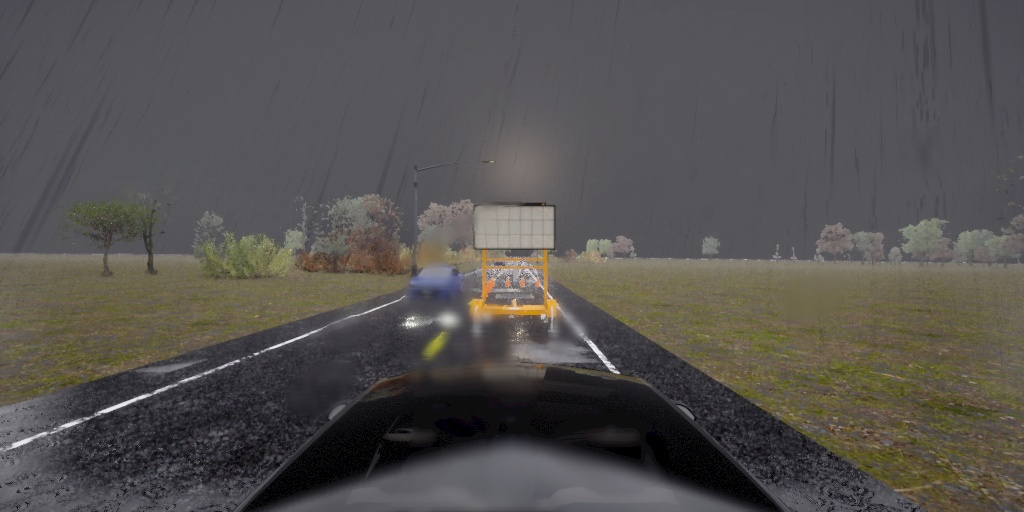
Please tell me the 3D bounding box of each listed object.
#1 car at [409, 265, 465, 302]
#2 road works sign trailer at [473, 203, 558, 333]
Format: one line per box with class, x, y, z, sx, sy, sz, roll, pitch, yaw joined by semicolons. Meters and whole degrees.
car;-3.466;1.235;17.226;1.882;1.535;5.008;0;0;1
road works sign trailer;0.086;0.218;10.749;2.380;3.560;2.880;0;0;0
